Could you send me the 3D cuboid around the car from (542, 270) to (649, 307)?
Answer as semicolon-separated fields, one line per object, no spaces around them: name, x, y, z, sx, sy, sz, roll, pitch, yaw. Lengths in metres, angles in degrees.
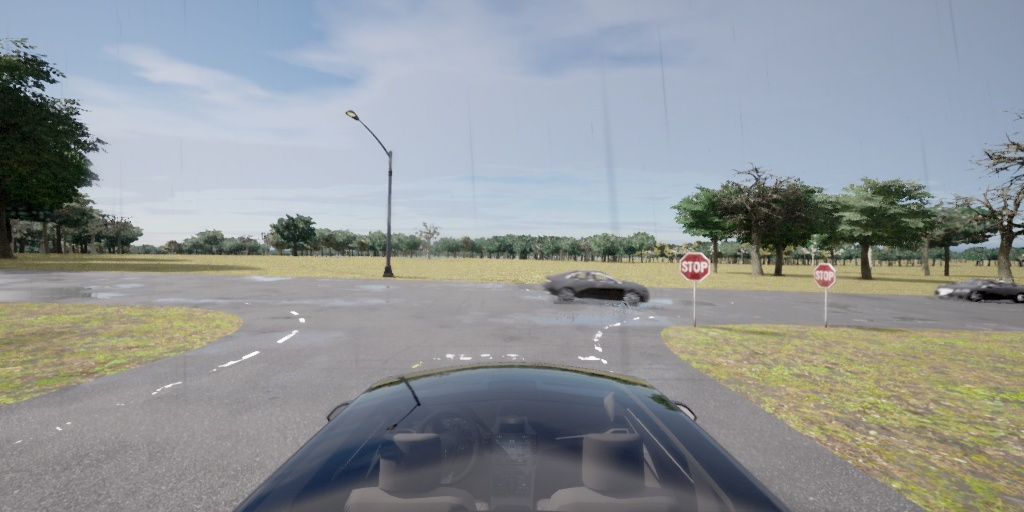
car;3.850;1.438;16.766;4.902;1.511;2.128;3;0;1

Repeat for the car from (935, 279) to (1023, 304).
car;30.884;2.267;23.537;4.902;1.511;2.128;2;1;0
